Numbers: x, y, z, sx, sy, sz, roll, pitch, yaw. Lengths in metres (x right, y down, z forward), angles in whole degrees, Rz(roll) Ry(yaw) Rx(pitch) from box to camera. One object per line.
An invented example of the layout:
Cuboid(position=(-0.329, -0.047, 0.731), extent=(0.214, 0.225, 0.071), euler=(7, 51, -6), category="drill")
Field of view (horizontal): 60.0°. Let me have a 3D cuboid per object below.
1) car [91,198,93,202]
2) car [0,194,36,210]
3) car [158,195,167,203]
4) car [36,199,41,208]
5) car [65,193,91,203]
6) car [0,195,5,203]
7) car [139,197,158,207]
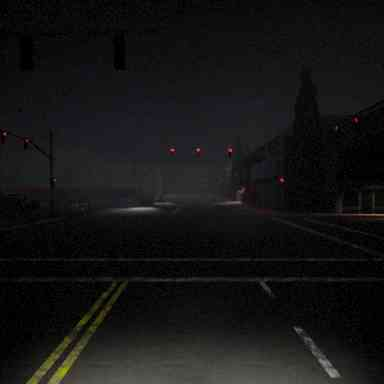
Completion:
Cuboid(position=(-21.419, 1.393, 64.779), extent=(3.806, 1.475, 1.970), euler=(0, 0, 0), category="car")
Cuboid(position=(-21.466, 1.150, 39.366), extent=(4.605, 1.855, 1.932), euler=(0, 0, 0), category="car")
Cuboid(position=(-6.373, 1.430, 70.466), extent=(1.882, 1.535, 5.008), euler=(0, 0, 2), category="car")
Cuboid(position=(-21.409, 1.153, 42.260), extent=(3.866, 1.878, 1.905), euler=(0, 0, 0), category="car")
Cuboid(position=(-21.432, 1.154, 61.884), extent=(3.866, 1.878, 1.905), euler=(0, 0, 0), category="car")
Cuboid(position=(-38.886, 1.361, 64.772), extent=(3.905, 1.438, 1.784), euler=(0, 0, 0), category="car")
Cuboid(position=(-6.880, 1.530, 51.230), extent=(1.895, 1.301, 4.718), euler=(0, 0, 2), category="car")
